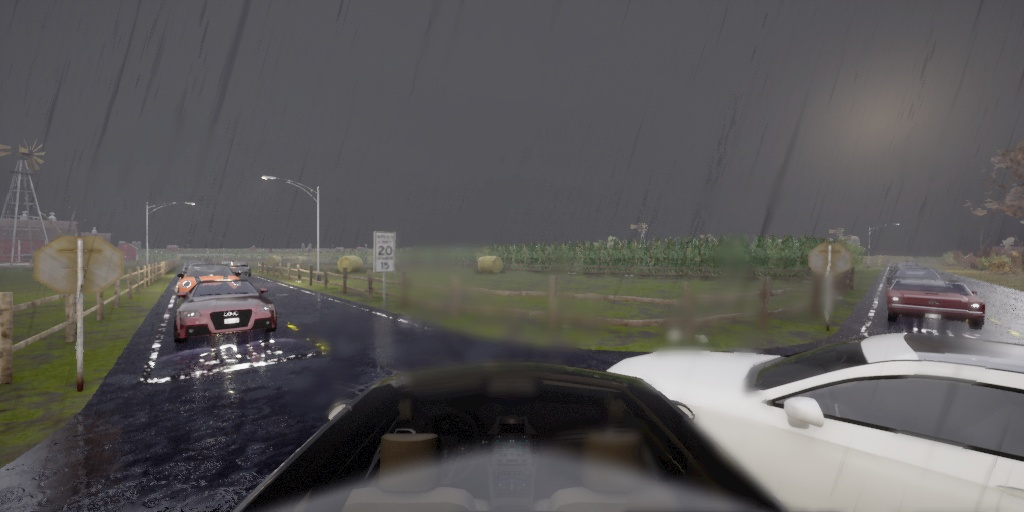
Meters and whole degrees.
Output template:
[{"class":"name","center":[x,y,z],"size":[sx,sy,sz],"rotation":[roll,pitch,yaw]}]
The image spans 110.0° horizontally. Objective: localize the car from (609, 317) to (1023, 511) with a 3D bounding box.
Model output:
[{"class":"car","center":[2.827,1.294,2.446],"size":[1.812,1.442,4.674],"rotation":[0,1,-44]}]

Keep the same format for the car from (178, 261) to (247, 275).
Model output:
[{"class":"car","center":[-13.818,1.141,16.411],"size":[2.097,1.767,4.553],"rotation":[0,0,-42]}]

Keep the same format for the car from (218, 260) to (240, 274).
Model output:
[{"class":"car","center":[-33.973,1.309,42.971],"size":[1.837,1.490,4.892],"rotation":[0,0,-42]}]

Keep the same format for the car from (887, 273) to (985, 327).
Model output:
[{"class":"car","center":[13.448,1.401,11.575],"size":[4.718,1.301,1.895],"rotation":[0,1,-43]}]

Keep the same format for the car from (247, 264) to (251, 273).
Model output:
[{"class":"car","center":[-27.204,1.287,35.556],"size":[2.128,1.511,4.902],"rotation":[0,0,-42]}]

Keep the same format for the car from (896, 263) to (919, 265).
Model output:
[{"class":"car","center":[27.199,1.408,24.481],"size":[4.181,1.385,1.994],"rotation":[0,1,-43]}]

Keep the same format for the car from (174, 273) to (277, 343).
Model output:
[{"class":"car","center":[-8.001,1.356,9.965],"size":[1.994,1.385,4.181],"rotation":[0,0,-43]}]

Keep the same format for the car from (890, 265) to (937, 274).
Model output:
[{"class":"car","center":[20.484,1.368,18.184],"size":[5.357,1.411,2.033],"rotation":[0,1,-43]}]
